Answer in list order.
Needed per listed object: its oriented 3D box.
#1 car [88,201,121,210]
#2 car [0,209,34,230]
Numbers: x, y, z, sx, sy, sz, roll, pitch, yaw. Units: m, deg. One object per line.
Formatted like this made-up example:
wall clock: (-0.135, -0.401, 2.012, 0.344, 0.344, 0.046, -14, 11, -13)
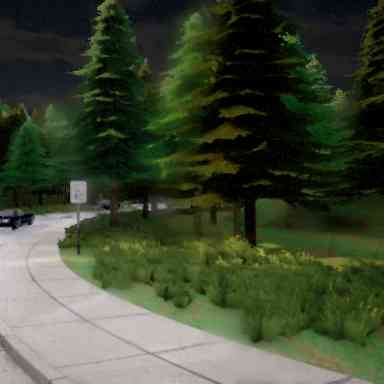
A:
car: (-11.714, 1.829, 44.577, 2.128, 1.511, 4.902, -1, -1, 31)
car: (-12.308, 1.820, 22.541, 1.895, 1.301, 4.718, 0, 0, -9)
